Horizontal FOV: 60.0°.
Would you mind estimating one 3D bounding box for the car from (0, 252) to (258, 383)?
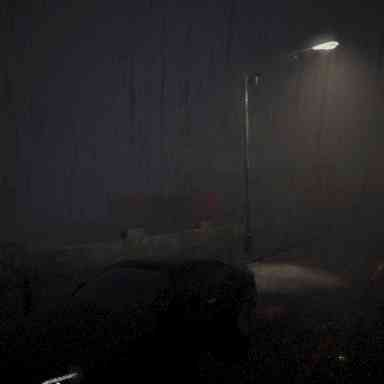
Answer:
[{"bbox_3d":[-0.580,1.708,4.910,1.812,1.442,4.674,-2,-2,35],"label":"car"}]
